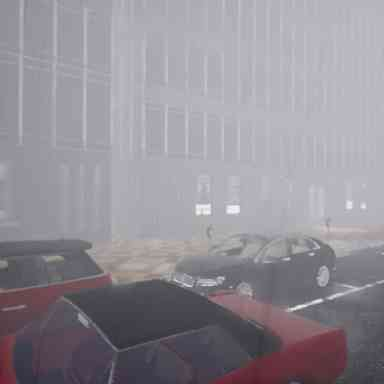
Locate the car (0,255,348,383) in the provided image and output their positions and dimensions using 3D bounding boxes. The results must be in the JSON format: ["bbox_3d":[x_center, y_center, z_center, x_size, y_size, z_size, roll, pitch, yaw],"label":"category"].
[{"bbox_3d":[-0.786,1.608,2.819,4.718,1.301,1.895,1,0,-36],"label":"car"}]

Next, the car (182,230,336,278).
[{"bbox_3d":[1.581,1.598,7.692,4.403,1.369,2.008,1,0,-36],"label":"car"}]

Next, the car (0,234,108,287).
[{"bbox_3d":[-3.050,1.440,4.385,4.097,1.590,1.967,1,0,-36],"label":"car"}]
